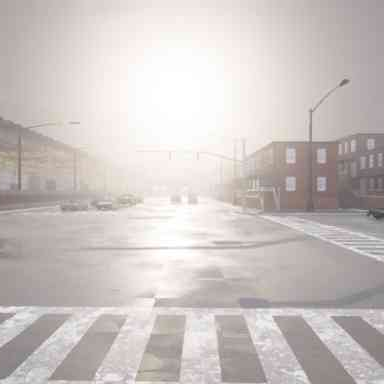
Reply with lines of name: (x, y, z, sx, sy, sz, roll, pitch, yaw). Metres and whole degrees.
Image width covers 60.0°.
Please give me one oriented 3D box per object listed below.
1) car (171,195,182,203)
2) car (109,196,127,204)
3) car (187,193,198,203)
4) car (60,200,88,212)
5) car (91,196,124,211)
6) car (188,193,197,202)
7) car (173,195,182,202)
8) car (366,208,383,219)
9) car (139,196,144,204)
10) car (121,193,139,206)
car: (-3.368, 1.353, 70.271, 2.097, 1.767, 4.553, 0, 0, 0)
car: (-13.982, 1.492, 63.151, 2.128, 1.511, 4.902, 0, 0, 0)
car: (0.157, 1.548, 67.377, 2.033, 1.411, 5.357, 0, 0, 0)
car: (-14.052, 1.601, 39.776, 1.895, 1.301, 4.718, 0, 0, 0)
car: (-10.545, 1.548, 41.887, 2.033, 1.411, 5.357, 0, 0, 0)
car: (0.074, 1.225, 80.334, 2.150, 2.045, 5.566, 0, 0, 0)
car: (-3.426, 1.478, 80.557, 1.882, 1.535, 5.008, 0, 0, 0)
car: (17.060, 1.547, 26.712, 5.357, 1.411, 2.033, 0, 0, 0)
car: (-10.475, 1.505, 64.899, 1.837, 1.490, 4.892, 0, 0, 1)
car: (-10.518, 1.223, 54.025, 2.150, 2.045, 5.566, 0, 0, 0)
